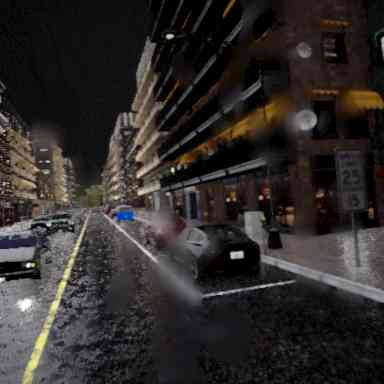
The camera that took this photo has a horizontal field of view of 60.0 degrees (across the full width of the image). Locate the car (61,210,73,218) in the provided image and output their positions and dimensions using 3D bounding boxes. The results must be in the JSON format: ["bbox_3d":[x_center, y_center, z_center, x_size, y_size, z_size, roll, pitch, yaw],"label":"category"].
[{"bbox_3d":[-24.965,4.322,66.375,1.887,1.381,4.507,-3,-1,-17],"label":"car"}]

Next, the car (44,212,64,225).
[{"bbox_3d":[-18.621,3.552,45.026,1.947,1.339,4.313,-3,-1,-17],"label":"car"}]

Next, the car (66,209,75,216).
[{"bbox_3d":[-28.135,4.755,77.048,1.802,1.307,4.206,-3,-1,-17],"label":"car"}]

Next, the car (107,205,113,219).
[{"bbox_3d":[-10.599,2.994,47.389,1.887,1.381,4.507,-3,-1,-17],"label":"car"}]

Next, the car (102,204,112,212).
[{"bbox_3d":[-21.713,4.150,84.753,2.192,1.841,5.009,-3,-1,-17],"label":"car"}]

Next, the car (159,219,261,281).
[{"bbox_3d":[0.502,1.633,10.029,1.947,1.339,4.313,-3,-1,-17],"label":"car"}]

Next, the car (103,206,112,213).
[{"bbox_3d":[-20.163,4.167,79.573,1.752,1.417,4.829,-3,-1,-17],"label":"car"}]

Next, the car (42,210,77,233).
[{"bbox_3d":[-10.750,2.500,27.577,2.097,1.767,4.553,-4,-1,-17],"label":"car"}]

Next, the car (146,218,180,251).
[{"bbox_3d":[-1.083,1.847,15.366,1.802,1.307,4.206,-3,-1,-17],"label":"car"}]

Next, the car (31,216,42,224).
[{"bbox_3d":[-15.449,3.157,34.353,1.947,1.339,4.313,-3,-1,-17],"label":"car"}]

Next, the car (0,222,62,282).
[{"bbox_3d":[-6.014,2.107,11.634,2.033,1.411,5.357,-4,-1,-17],"label":"car"}]

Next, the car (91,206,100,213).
[{"bbox_3d":[-25.622,4.626,88.465,2.033,1.411,5.357,-4,-1,-17],"label":"car"}]

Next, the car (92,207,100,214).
[{"bbox_3d":[-22.683,4.344,78.591,2.033,1.411,5.357,-4,-1,-17],"label":"car"}]

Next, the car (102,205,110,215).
[{"bbox_3d":[-15.370,3.358,63.404,2.192,1.841,5.009,-3,-1,-17],"label":"car"}]

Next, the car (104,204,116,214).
[{"bbox_3d":[-16.956,3.555,68.741,2.192,1.841,5.009,-3,-1,-17],"label":"car"}]

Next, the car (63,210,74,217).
[{"bbox_3d":[-26.549,4.557,71.711,1.802,1.307,4.206,-3,-1,-17],"label":"car"}]

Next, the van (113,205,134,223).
[{"bbox_3d":[-7.441,2.396,36.720,1.690,1.788,3.998,-3,-1,-17],"label":"van"}]
